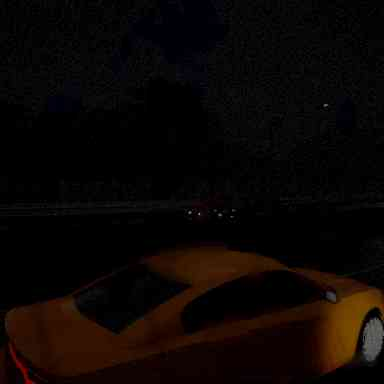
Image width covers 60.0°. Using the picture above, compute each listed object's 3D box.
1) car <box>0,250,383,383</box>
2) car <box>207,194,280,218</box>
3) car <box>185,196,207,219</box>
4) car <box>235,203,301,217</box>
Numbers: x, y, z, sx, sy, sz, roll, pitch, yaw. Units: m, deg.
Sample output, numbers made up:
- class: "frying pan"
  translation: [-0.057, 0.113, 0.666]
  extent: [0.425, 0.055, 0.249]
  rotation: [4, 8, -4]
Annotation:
- class: "car"
  translation: [0.479, 1.485, 4.089]
  extent: [5.008, 1.535, 1.882]
  rotation: [0, 0, -36]
- class: "car"
  translation: [4.131, 1.182, 24.139]
  extent: [5.566, 2.045, 2.150]
  rotation: [-1, 0, -36]
- class: "car"
  translation: [2.100, 1.182, 26.989]
  extent: [5.566, 2.045, 2.150]
  rotation: [-1, 0, -35]
- class: "car"
  translation: [5.245, 1.570, 20.634]
  extent: [4.718, 1.301, 1.895]
  rotation: [-1, 0, -36]
